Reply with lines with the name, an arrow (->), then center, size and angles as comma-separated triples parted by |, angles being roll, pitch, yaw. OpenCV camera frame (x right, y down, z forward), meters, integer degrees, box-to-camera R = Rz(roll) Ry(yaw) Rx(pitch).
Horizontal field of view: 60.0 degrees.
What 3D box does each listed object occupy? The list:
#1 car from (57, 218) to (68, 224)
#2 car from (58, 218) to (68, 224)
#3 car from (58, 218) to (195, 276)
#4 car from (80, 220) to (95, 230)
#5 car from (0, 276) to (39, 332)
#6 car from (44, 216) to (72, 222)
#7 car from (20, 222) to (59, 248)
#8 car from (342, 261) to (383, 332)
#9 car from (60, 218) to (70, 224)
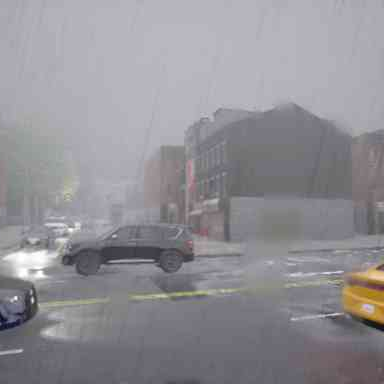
car -> -30.467, 6.887, 78.480 | 2.008, 1.369, 4.403 | 3, -5, -17
car -> -31.082, 6.989, 80.354 | 1.752, 1.417, 4.829 | 3, -5, -17
car -> -2.609, 2.344, 14.291 | 5.566, 2.045, 2.150 | 3, -5, -17
car -> -16.661, 5.184, 52.684 | 2.033, 1.411, 5.357 | 2, -4, -20
car -> -5.280, 2.067, 6.445 | 4.181, 1.385, 1.994 | 1, -5, -17
car -> -14.780, 3.743, 36.392 | 2.150, 2.045, 5.566 | 2, -3, -17
car -> -11.184, 3.227, 24.455 | 2.128, 1.511, 4.902 | 1, -4, -15
car -> 5.333, 1.854, 6.399 | 5.008, 1.535, 1.882 | 1, -5, -17
car -> -32.582, 7.350, 85.279 | 2.008, 1.369, 4.403 | 3, -5, -17
